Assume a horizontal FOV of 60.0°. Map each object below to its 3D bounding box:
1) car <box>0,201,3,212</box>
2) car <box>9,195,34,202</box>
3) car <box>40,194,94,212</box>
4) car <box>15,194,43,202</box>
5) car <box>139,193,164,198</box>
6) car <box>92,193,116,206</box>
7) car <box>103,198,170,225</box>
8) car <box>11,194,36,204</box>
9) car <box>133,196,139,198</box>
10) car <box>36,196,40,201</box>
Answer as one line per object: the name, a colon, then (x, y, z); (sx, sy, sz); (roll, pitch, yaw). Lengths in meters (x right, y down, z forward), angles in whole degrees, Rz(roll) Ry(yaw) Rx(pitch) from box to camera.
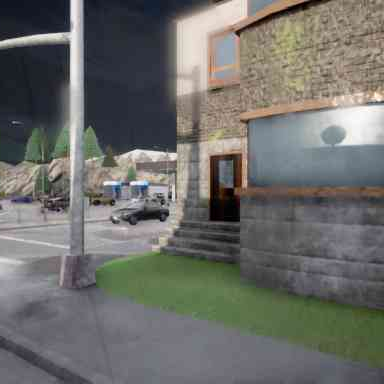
car: (-20.215, 1.247, 31.575); (1.970, 1.475, 3.806); (0, 0, 35)
car: (-38.816, 1.355, 75.828); (2.007, 1.523, 4.514); (0, 0, 35)
car: (-13.159, 1.313, 35.223); (2.007, 1.523, 4.514); (0, 0, 35)
car: (-36.223, 1.346, 74.062); (2.152, 1.636, 5.027); (0, 0, 35)
car: (-5.838, 1.092, 51.939); (1.905, 1.878, 3.866); (0, 0, 35)
car: (-13.059, 1.113, 47.405); (1.932, 1.855, 4.605); (0, 0, 35)
car: (-3.408, 1.349, 22.453); (1.812, 1.442, 4.674); (0, 0, 35)
car: (-30.968, 1.335, 60.963); (1.845, 1.501, 3.633); (0, 0, 35)
car: (-8.202, 1.376, 54.355); (1.970, 1.475, 3.806); (0, 0, 35)
car: (-22.827, 1.313, 55.167); (2.007, 1.523, 4.514); (0, 0, 35)
